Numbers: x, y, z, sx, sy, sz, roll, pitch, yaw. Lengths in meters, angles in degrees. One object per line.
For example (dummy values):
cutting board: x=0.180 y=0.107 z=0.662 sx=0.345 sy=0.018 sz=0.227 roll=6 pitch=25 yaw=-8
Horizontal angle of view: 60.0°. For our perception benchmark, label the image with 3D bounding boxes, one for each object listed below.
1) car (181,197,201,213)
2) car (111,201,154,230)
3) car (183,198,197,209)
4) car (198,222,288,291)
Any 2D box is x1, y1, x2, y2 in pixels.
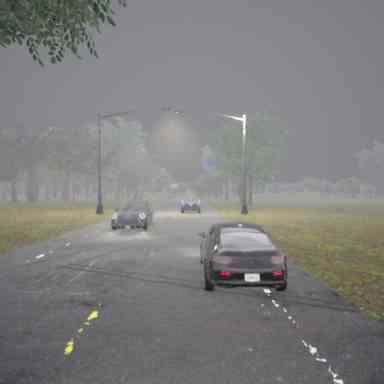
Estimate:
car: x=-0.128 y=1.391 z=37.334 sx=2.097 sy=1.767 sz=4.553 roll=0 pitch=0 yaw=0
car: x=-3.610 y=1.363 z=20.819 sx=2.097 sy=1.767 sz=4.553 roll=0 pitch=0 yaw=0
car: x=-0.243 y=1.624 z=46.999 sx=1.994 sy=1.385 sz=4.181 roll=0 pitch=0 yaw=1
car: x=1.178 y=1.527 z=8.871 sx=1.812 sy=1.442 sz=4.674 roll=0 pitch=0 yaw=0
